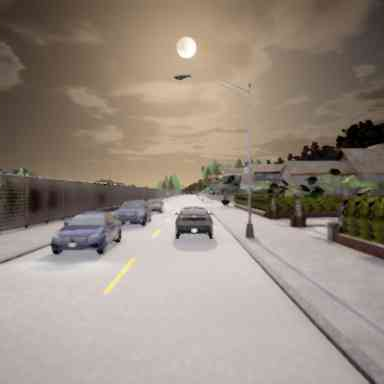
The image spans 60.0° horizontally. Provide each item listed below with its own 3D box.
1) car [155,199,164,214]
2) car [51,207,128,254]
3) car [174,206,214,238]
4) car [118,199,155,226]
[{"bbox_3d":[-4.050,1.535,36.044,1.837,1.490,4.892,0,0,0],"label":"car"},{"bbox_3d":[-4.086,1.537,13.631,1.812,1.442,4.674,0,0,0],"label":"car"},{"bbox_3d":[0.108,1.520,17.776,1.837,1.490,4.892,0,0,0],"label":"car"},{"bbox_3d":[-4.075,1.372,23.424,2.097,1.767,4.553,0,0,0],"label":"car"}]
